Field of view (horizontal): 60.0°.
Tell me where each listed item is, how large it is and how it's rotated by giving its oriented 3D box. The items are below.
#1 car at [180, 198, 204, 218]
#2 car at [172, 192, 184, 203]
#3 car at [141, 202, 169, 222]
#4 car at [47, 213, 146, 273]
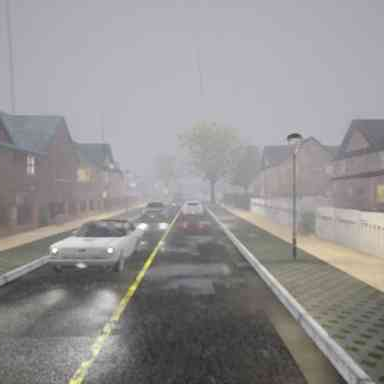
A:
[{"bbox_3d":[0.091,1.496,29.754,1.812,1.442,4.674,0,0,0],"label":"car"},{"bbox_3d":[-2.792,1.126,66.578,2.150,2.045,5.566,0,0,0],"label":"car"},{"bbox_3d":[-2.864,1.503,26.261,1.812,1.442,4.674,0,0,0],"label":"car"},{"bbox_3d":[-2.848,1.597,10.792,1.895,1.301,4.718,0,0,0],"label":"car"}]
